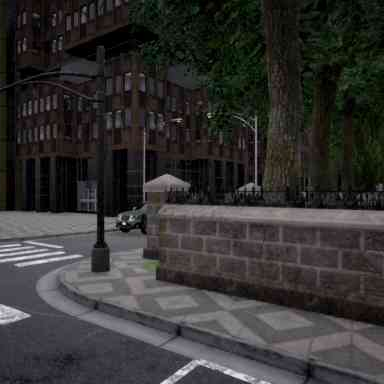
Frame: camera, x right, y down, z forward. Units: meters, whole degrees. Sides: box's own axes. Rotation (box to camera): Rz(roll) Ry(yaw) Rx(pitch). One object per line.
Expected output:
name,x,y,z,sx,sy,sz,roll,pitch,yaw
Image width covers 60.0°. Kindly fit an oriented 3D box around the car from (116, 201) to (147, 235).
car,-2.441,1.584,22.039,2.150,2.045,5.566,0,-1,35
